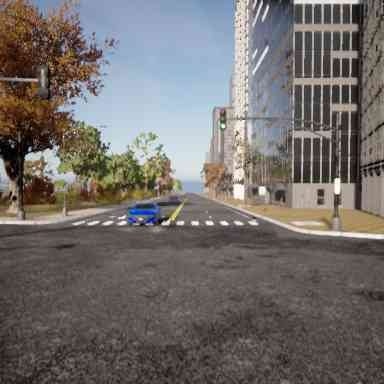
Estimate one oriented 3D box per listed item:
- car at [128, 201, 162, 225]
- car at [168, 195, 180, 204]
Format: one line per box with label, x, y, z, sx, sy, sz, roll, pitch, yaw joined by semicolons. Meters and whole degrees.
car;-3.270;1.452;23.701;1.882;1.535;5.008;0;0;0
car;-3.328;1.285;61.533;2.097;1.767;4.553;0;0;0
